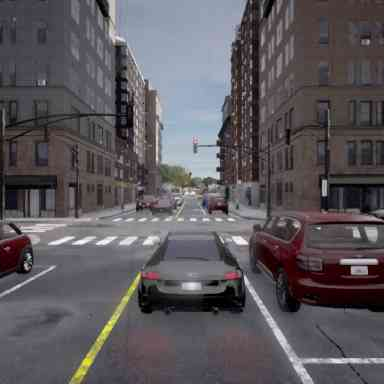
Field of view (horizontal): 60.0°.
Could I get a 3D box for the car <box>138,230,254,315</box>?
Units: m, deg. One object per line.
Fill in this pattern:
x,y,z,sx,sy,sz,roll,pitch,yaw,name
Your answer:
0.014,1.564,7.640,1.994,1.385,4.181,0,0,1,car

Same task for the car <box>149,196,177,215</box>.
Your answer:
-2.893,1.475,33.692,1.882,1.535,5.008,0,0,0,car

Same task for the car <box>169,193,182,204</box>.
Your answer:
-2.843,1.217,53.126,2.150,2.045,5.566,0,0,1,car

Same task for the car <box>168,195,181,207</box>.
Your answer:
-2.890,1.488,43.247,2.128,1.511,4.902,0,0,0,car

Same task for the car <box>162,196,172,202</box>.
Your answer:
-5.509,1.538,73.186,1.887,1.381,4.507,0,0,0,car

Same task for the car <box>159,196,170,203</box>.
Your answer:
-5.503,1.538,67.683,1.887,1.381,4.507,0,0,0,car

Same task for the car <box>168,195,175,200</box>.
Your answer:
-5.526,1.573,89.698,1.802,1.307,4.206,0,0,0,car

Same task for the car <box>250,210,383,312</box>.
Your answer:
2.628,1.315,7.617,2.192,1.841,5.009,0,0,0,car

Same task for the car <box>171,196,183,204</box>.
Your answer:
-2.847,1.558,63.185,1.994,1.385,4.181,0,0,1,car

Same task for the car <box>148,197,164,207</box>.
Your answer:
-5.486,1.547,51.172,2.008,1.369,4.403,0,0,0,car

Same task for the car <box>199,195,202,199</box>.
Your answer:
2.615,1.311,51.185,2.192,1.841,5.009,0,0,0,car

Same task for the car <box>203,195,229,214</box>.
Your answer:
2.652,1.313,34.673,2.192,1.841,5.009,0,0,0,car

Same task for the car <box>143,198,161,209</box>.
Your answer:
-5.480,1.562,45.668,1.947,1.339,4.313,0,0,0,car

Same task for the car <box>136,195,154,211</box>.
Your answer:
-5.475,1.312,40.164,2.192,1.841,5.009,0,0,0,car

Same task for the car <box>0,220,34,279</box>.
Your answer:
-5.397,1.440,7.605,1.967,1.590,4.097,0,0,0,car
